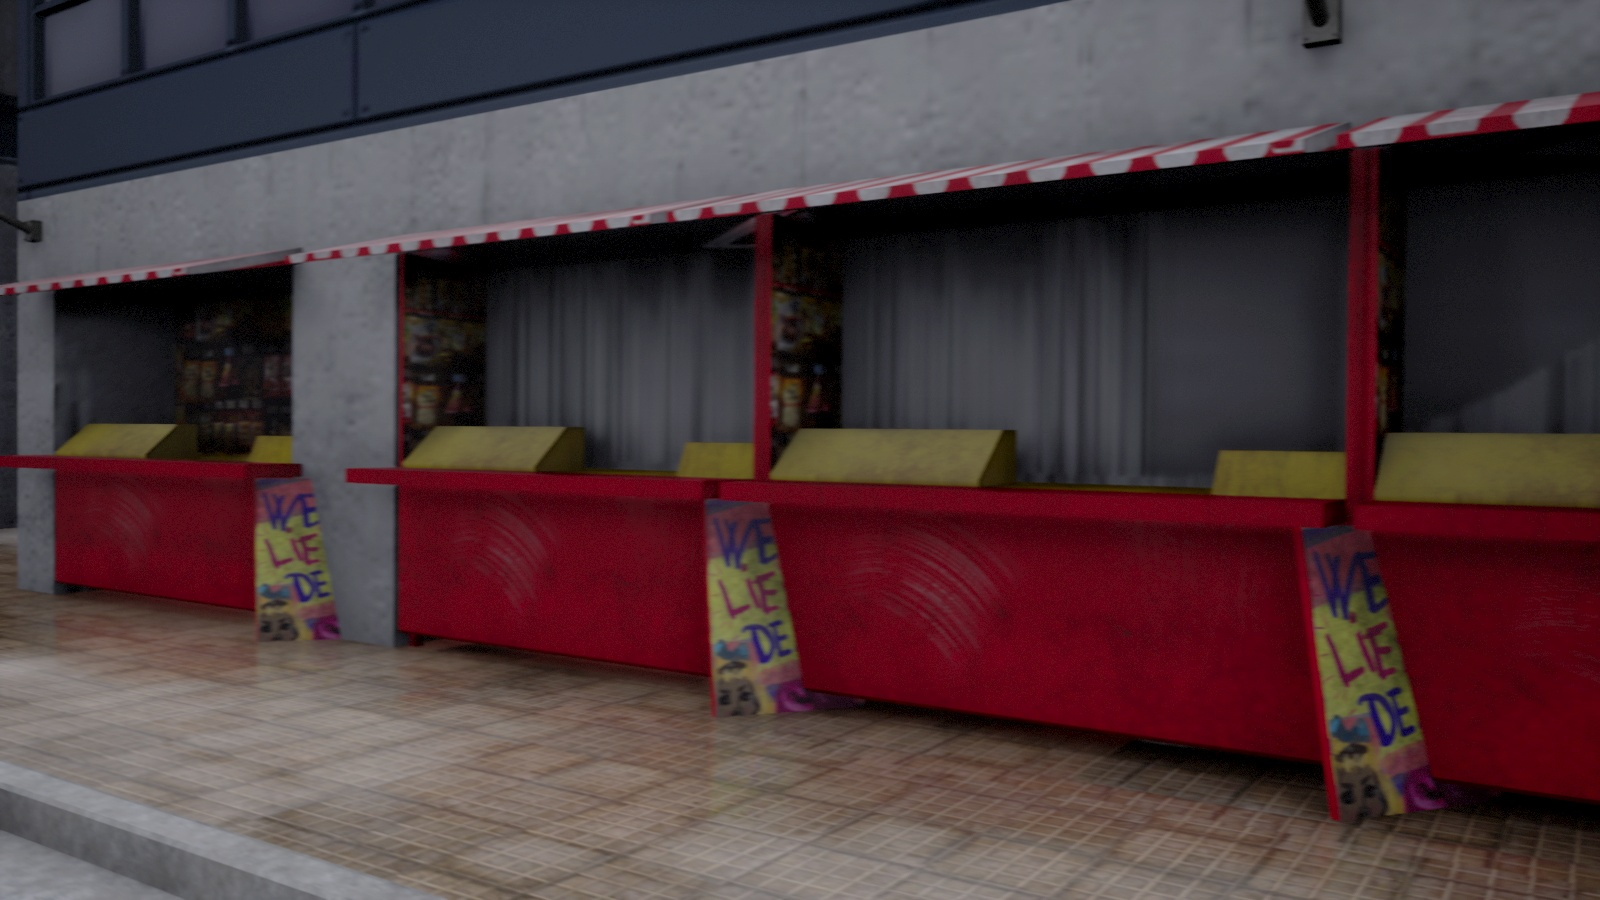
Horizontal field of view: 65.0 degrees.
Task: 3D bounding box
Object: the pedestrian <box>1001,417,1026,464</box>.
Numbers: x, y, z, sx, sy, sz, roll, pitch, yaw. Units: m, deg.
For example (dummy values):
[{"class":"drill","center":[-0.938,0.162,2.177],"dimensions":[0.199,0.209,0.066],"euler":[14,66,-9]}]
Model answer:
[{"class":"pedestrian","center":[8.761,-0.390,51.470],"dimensions":[0.849,1.883,0.563],"euler":[0,1,34]}]
